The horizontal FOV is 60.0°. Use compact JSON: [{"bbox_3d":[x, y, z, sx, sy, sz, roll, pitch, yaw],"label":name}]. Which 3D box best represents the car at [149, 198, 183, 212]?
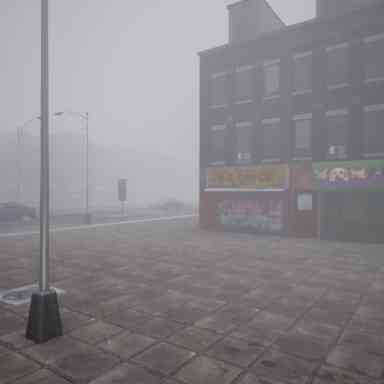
[{"bbox_3d":[-2.806,1.412,37.822,1.812,1.442,4.674,0,0,35],"label":"car"}]

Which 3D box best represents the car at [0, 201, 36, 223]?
[{"bbox_3d":[-13.353,1.432,22.838,1.882,1.535,5.008,0,1,35],"label":"car"}]
